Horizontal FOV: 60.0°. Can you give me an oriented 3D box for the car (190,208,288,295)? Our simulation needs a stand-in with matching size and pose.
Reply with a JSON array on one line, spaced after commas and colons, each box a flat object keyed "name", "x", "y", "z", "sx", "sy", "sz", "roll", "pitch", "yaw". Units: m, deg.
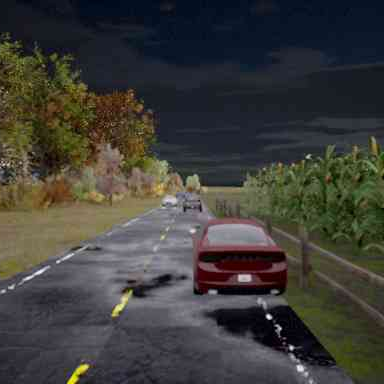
[{"name": "car", "x": 0.964, "y": 1.403, "z": 8.551, "sx": 1.882, "sy": 1.535, "sz": 5.008, "roll": 0, "pitch": 0, "yaw": 0}]

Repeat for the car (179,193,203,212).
[{"name": "car", "x": 0.067, "y": 1.200, "z": 33.986, "sx": 2.128, "sy": 1.511, "sz": 4.902, "roll": 0, "pitch": 0, "yaw": 0}]

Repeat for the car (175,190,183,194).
[{"name": "car", "x": -2.743, "y": 0.552, "z": 79.628, "sx": 2.150, "sy": 2.045, "sz": 5.566, "roll": 0, "pitch": 0, "yaw": 0}]

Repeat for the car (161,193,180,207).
[{"name": "car", "x": -2.842, "y": 1.156, "z": 43.274, "sx": 1.812, "sy": 1.442, "sz": 4.674, "roll": 0, "pitch": 0, "yaw": 0}]

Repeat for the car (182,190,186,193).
[{"name": "car", "x": 0.060, "y": 0.959, "z": 46.002, "sx": 2.097, "sy": 1.767, "sz": 4.553, "roll": 0, "pitch": 0, "yaw": 1}]
